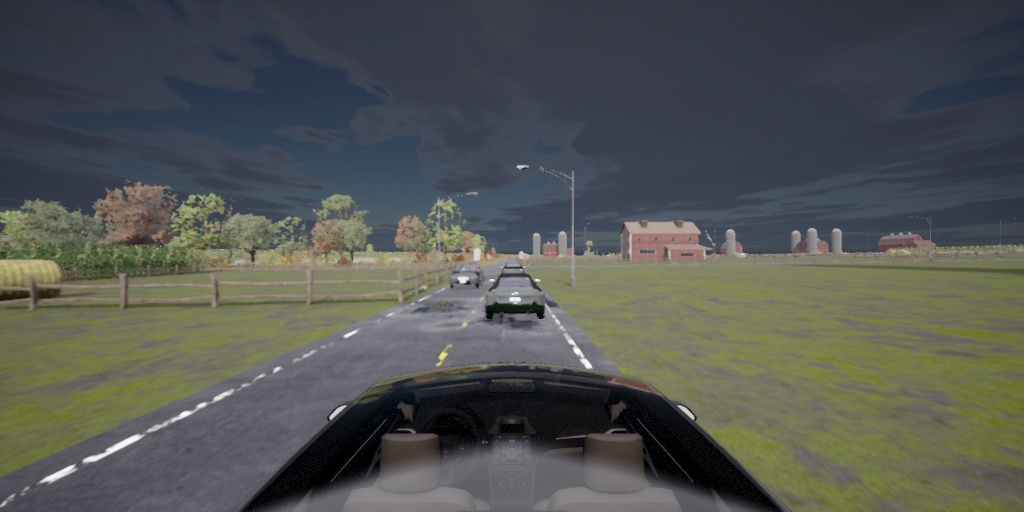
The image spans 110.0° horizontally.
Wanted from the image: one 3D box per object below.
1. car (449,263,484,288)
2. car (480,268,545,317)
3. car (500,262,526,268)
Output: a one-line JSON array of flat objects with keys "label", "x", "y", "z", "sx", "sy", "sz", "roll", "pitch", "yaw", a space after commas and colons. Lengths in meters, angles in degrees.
[{"label": "car", "x": -2.857, "y": 1.237, "z": 23.359, "sx": 2.128, "sy": 1.511, "sz": 4.902, "roll": 0, "pitch": 0, "yaw": 0}, {"label": "car", "x": 0.097, "y": 1.312, "z": 13.107, "sx": 1.994, "sy": 1.385, "sz": 4.181, "roll": 0, "pitch": 0, "yaw": 0}, {"label": "car", "x": 0.091, "y": 1.236, "z": 29.332, "sx": 2.128, "sy": 1.511, "sz": 4.902, "roll": 0, "pitch": 0, "yaw": 0}]
